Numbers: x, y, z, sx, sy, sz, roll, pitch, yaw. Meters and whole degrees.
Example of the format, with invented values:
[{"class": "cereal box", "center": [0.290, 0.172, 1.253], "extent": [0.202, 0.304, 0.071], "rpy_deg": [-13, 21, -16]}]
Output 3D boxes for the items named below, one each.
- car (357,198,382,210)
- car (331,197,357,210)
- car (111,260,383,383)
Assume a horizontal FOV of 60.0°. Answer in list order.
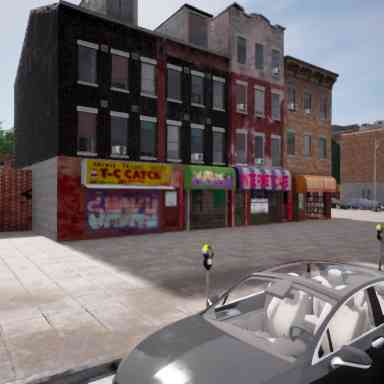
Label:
[{"class": "car", "center": [19.961, 1.457, 40.428], "extent": [2.033, 1.411, 5.357], "rpy_deg": [0, 0, -36]}, {"class": "car", "center": [16.655, 1.383, 39.979], "extent": [1.837, 1.490, 4.892], "rpy_deg": [0, 0, -36]}, {"class": "car", "center": [1.290, 1.552, 3.719], "extent": [4.403, 1.369, 2.008], "rpy_deg": [0, 0, -35]}]
